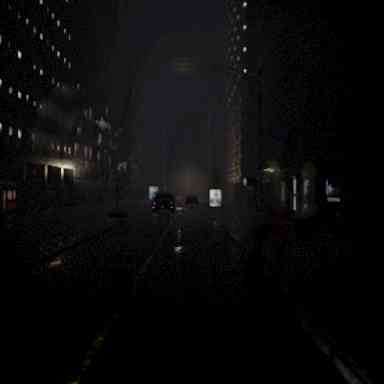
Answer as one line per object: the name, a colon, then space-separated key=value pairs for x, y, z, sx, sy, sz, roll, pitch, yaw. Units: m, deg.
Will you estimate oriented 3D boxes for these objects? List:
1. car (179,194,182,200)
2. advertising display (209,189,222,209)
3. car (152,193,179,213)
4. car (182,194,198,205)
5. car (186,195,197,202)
car: x=-2.885 y=1.225 z=76.992 sx=1.812 sy=1.442 sz=4.674 roll=0 pitch=0 yaw=0
advertising display: x=2.938 y=0.868 z=41.549 sx=1.540 sy=2.440 sz=0.280 roll=0 pitch=0 yaw=0
car: x=-2.908 y=1.080 z=35.458 sx=2.150 sy=2.045 sz=5.566 roll=0 pitch=0 yaw=0
car: x=-0.063 y=1.171 z=54.292 sx=2.097 sy=1.767 sz=4.553 roll=0 pitch=0 yaw=0
car: x=-0.120 y=1.301 z=68.648 sx=2.033 sy=1.411 sz=5.357 roll=0 pitch=0 yaw=0
